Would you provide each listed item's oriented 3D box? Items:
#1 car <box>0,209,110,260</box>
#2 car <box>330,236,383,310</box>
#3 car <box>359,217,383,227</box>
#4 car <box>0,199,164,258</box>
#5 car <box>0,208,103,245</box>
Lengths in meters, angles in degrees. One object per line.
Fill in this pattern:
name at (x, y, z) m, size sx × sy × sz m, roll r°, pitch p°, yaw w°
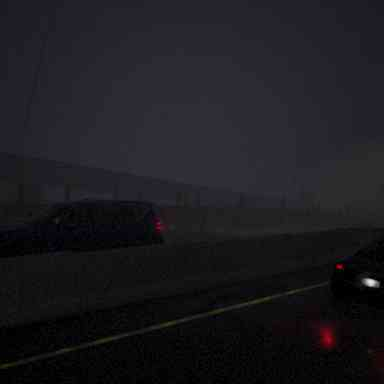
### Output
car at (-5.889, 1.515, 12.690) m, size 4.902 × 1.511 × 2.128 m, roll 1°, pitch 0°, yaw -36°
car at (4.898, 1.649, 7.246) m, size 4.181 × 1.385 × 1.994 m, roll 1°, pitch 0°, yaw -36°
car at (20.092, 3.400, 35.554) m, size 5.357 × 1.411 × 2.033 m, roll 8°, pitch -5°, yaw -35°
car at (-3.517, 1.250, 10.082) m, size 5.566 × 2.045 × 2.150 m, roll 1°, pitch 0°, yaw -36°
car at (-6.953, 1.560, 16.231) m, size 4.674 × 1.442 × 1.812 m, roll 1°, pitch 0°, yaw -36°
